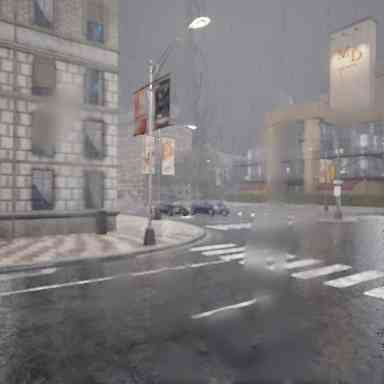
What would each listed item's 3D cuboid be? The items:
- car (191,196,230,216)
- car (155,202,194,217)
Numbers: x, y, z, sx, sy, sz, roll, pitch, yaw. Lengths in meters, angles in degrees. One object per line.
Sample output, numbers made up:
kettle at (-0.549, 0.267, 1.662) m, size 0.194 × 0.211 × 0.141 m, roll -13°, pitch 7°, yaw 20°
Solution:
car at (1.843, 1.521, 34.268) m, size 2.097 × 1.767 × 4.553 m, roll 1°, pitch 0°, yaw -36°
car at (-2.092, 1.705, 33.738) m, size 1.994 × 1.385 × 4.181 m, roll 1°, pitch 0°, yaw -36°
